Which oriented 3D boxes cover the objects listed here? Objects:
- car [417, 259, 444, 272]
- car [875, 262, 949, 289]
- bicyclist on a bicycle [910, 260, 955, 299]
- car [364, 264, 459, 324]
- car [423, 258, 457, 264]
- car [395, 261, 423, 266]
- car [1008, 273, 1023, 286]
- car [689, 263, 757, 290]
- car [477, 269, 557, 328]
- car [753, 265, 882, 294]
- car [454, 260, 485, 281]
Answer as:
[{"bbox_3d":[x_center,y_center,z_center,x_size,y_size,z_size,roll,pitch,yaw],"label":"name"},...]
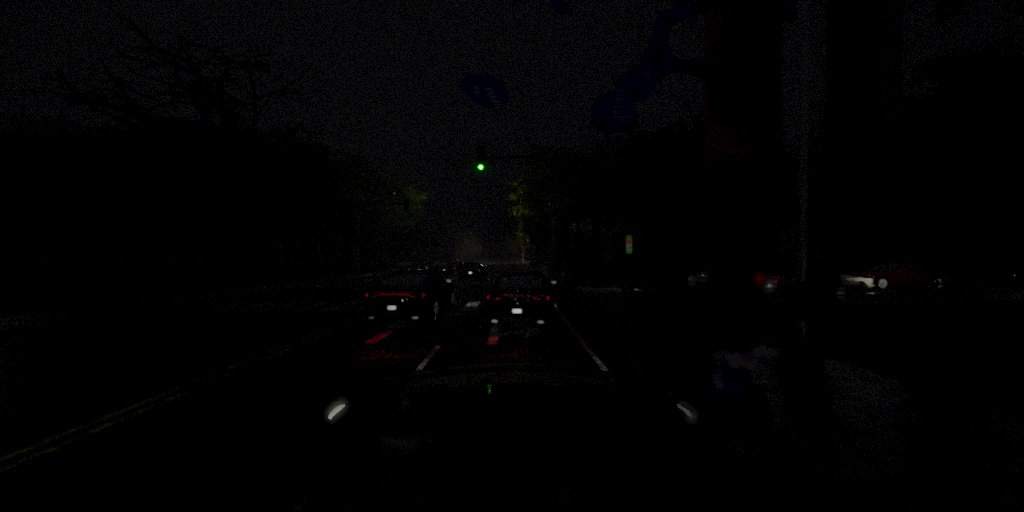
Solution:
[{"bbox_3d":[-9.844,1.134,43.819,2.128,1.511,4.902,0,0,0],"label":"car"},{"bbox_3d":[22.751,1.140,21.354,5.008,1.535,1.882,0,0,0],"label":"car"},{"bbox_3d":[18.126,0.991,15.500,0.582,1.620,1.656,0,0,0],"label":"bicyclist on a bicycle"},{"bbox_3d":[-3.152,1.199,11.881,1.882,1.535,5.008,0,0,0],"label":"car"},{"bbox_3d":[-6.606,1.193,33.451,1.812,1.442,4.674,0,0,0],"label":"car"},{"bbox_3d":[-9.858,1.192,33.711,1.812,1.442,4.674,0,0,-1],"label":"car"},{"bbox_3d":[33.055,1.254,21.337,4.718,1.301,1.895,0,0,0],"label":"car"},{"bbox_3d":[13.182,1.165,21.365,4.902,1.511,2.128,0,0,0],"label":"car"},{"bbox_3d":[0.378,1.201,11.369,1.882,1.535,5.008,0,0,6],"label":"car"},{"bbox_3d":[15.555,1.282,18.461,4.718,1.301,1.895,0,0,1],"label":"car"},{"bbox_3d":[-3.154,1.241,29.133,1.994,1.385,4.181,0,0,0],"label":"car"}]
